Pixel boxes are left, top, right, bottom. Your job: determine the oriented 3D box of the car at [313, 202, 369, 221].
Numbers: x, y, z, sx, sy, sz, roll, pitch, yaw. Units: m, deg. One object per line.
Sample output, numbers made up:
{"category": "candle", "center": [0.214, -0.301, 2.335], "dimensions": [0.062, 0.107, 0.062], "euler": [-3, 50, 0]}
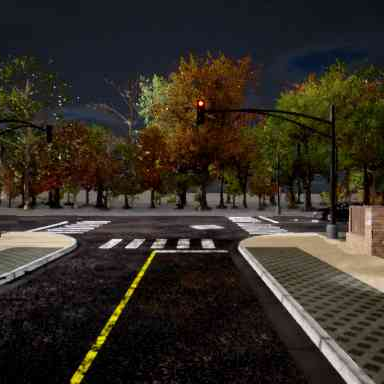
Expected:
{"category": "car", "center": [12.148, 1.556, 26.402], "dimensions": [4.892, 1.490, 1.837], "euler": [0, 0, 0]}
